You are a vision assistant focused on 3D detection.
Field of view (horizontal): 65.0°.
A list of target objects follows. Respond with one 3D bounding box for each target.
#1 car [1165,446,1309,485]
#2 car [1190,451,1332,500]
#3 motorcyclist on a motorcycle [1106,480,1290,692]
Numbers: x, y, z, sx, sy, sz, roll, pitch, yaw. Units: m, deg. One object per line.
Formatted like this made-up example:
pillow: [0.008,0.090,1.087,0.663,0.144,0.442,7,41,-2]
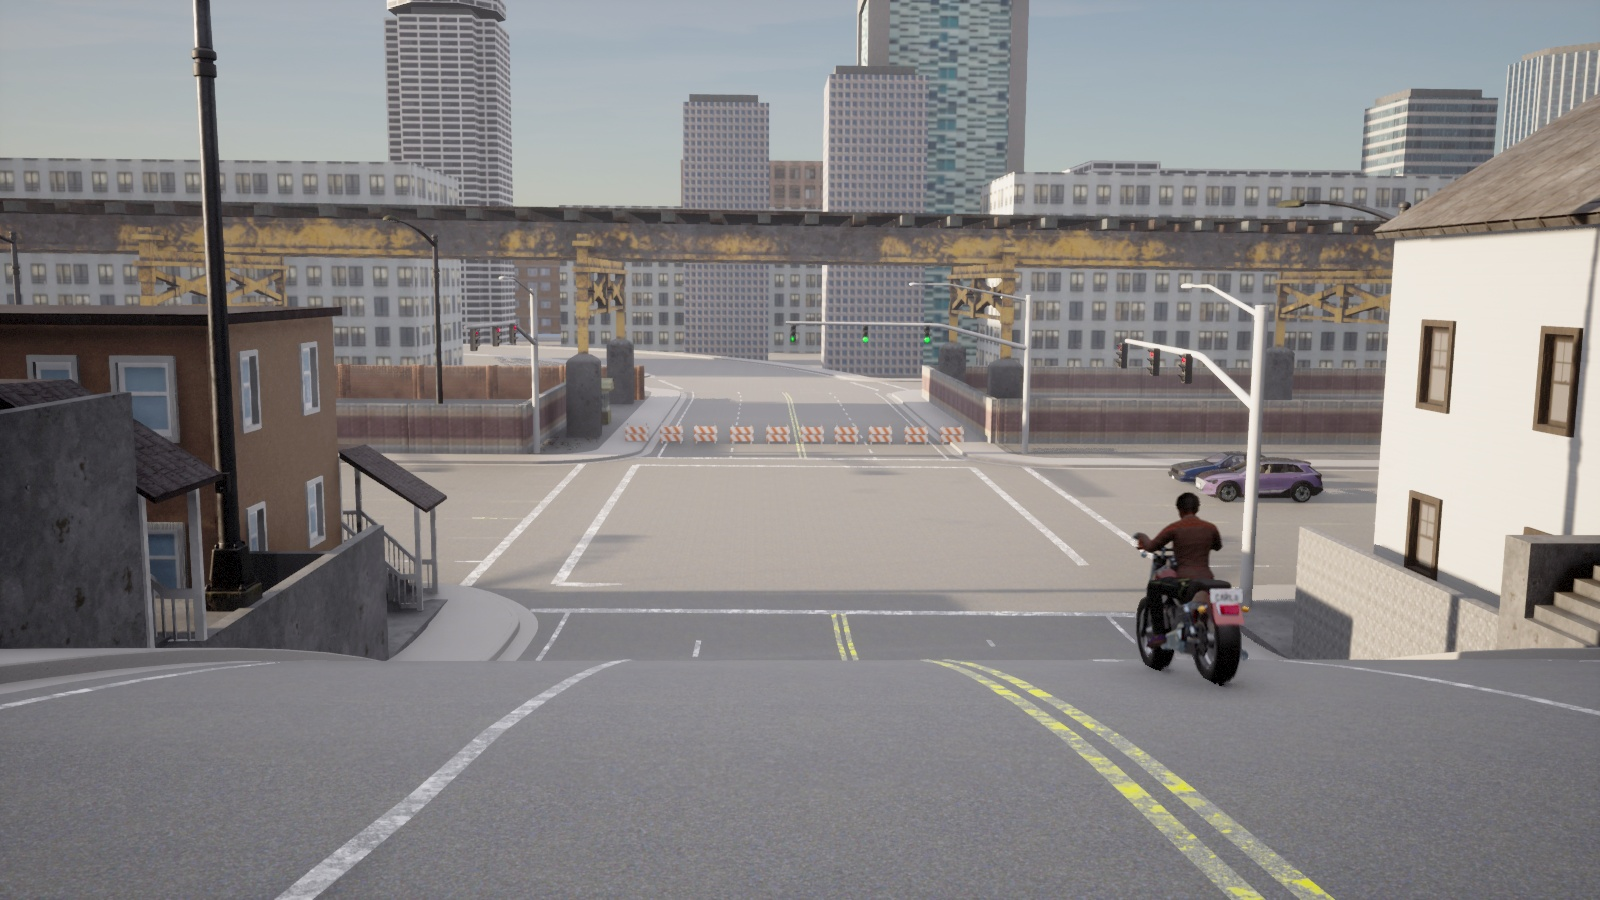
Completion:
car: [18.605,0.645,53.623,5.357,1.411,2.033,0,8,0]
car: [18.340,0.990,50.133,4.856,1.649,2.033,0,8,0]
motorcyclist on a motorcycle: [3.394,1.181,10.996,0.766,1.649,2.350,0,-6,-1]
